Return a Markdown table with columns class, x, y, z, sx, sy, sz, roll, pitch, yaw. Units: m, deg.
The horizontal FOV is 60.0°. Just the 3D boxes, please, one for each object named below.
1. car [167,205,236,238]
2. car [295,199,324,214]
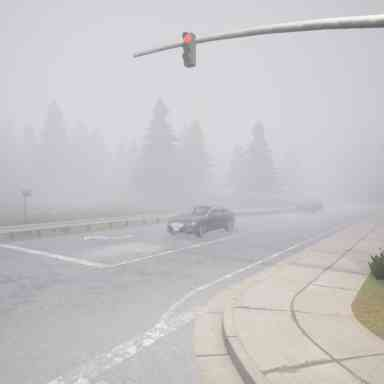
| class | x | y | z | sx | sy | sz | roll | pitch | yaw |
| --- | --- | --- | --- | --- | --- | --- | --- | --- | --- |
| car | 0.619 | 1.477 | 17.814 | 2.128 | 1.511 | 4.902 | 0 | 0 | 34 |
| car | 12.325 | 1.460 | 34.788 | 1.882 | 1.535 | 5.008 | 0 | 0 | 35 |
